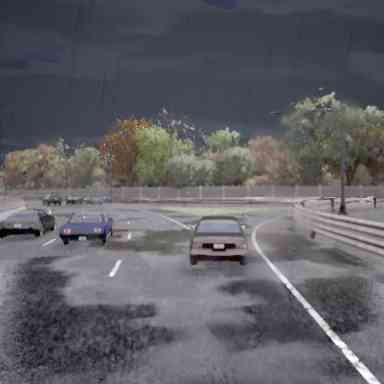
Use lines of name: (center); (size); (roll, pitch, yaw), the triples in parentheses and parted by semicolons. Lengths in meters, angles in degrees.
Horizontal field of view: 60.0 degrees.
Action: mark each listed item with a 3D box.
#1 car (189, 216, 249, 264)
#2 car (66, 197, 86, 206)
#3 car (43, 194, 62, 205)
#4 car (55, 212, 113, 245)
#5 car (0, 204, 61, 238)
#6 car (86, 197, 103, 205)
car: (0.933, 1.541, 11.707); (2.033, 1.411, 5.357); (0, 0, 4)
car: (-20.643, 1.532, 58.119); (1.882, 1.535, 5.008); (0, 0, -35)
car: (-23.612, 1.287, 56.262); (2.150, 2.045, 5.566); (0, 0, -35)
car: (-4.811, 1.613, 15.813); (1.895, 1.301, 4.718); (0, 0, -9)
car: (-8.754, 1.589, 18.027); (1.994, 1.385, 4.181); (0, 0, -10)
car: (-17.692, 1.592, 60.001); (2.033, 1.411, 5.357); (0, 0, -35)
